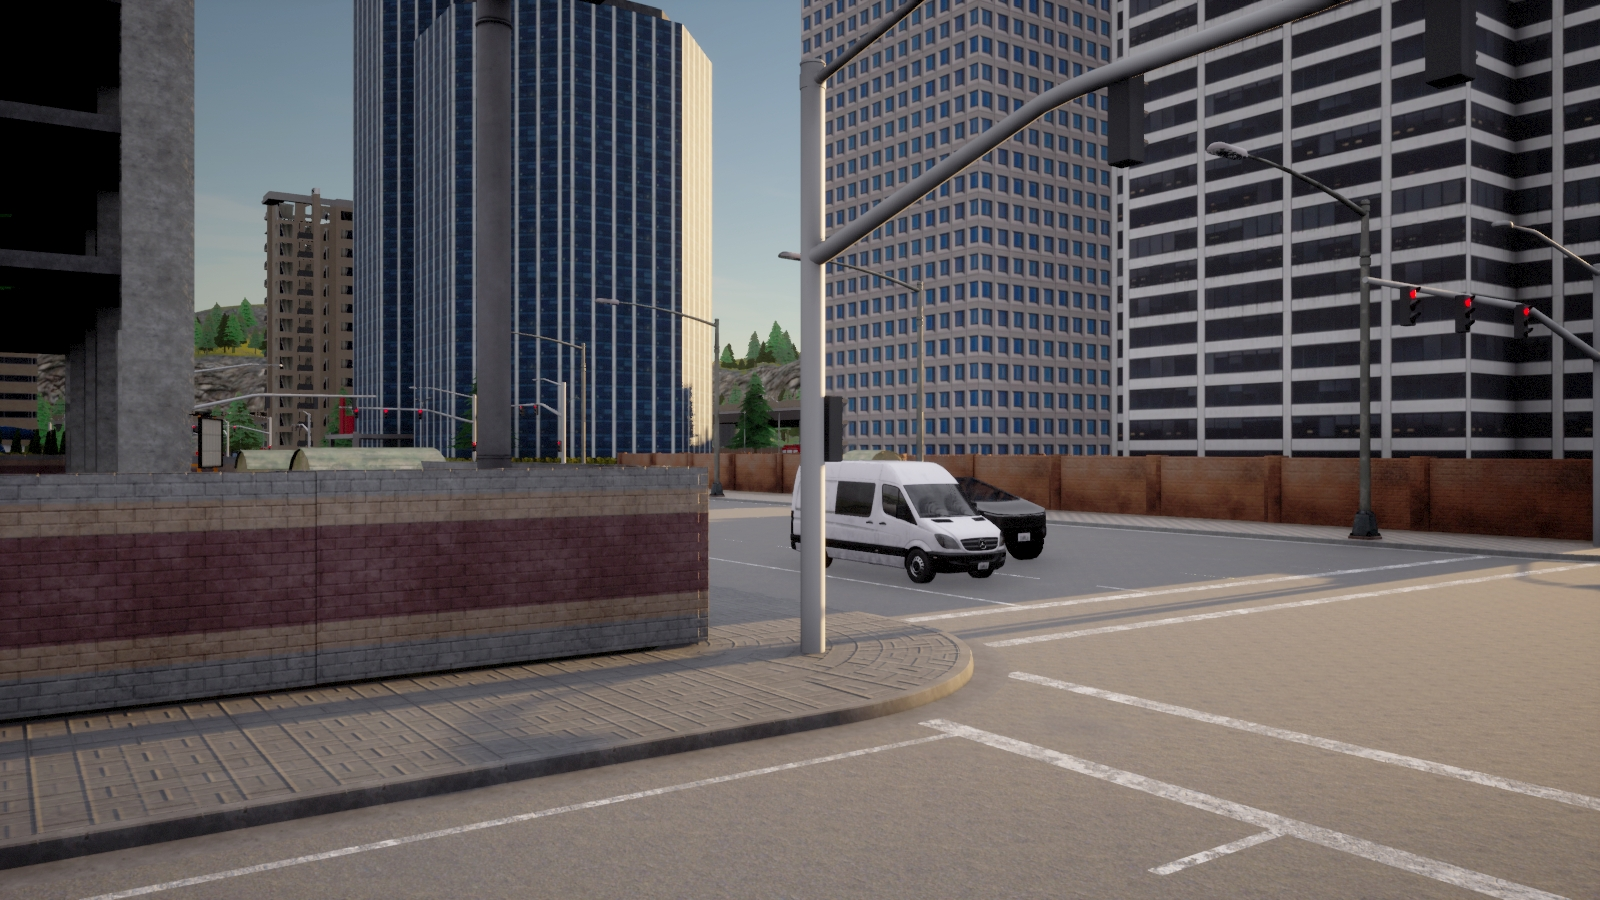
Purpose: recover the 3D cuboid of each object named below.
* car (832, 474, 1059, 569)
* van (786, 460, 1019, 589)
[{"bbox_3d":[3.654,1.752,30.193,2.390,2.098,6.274,0,0,-35],"label":"car"},{"bbox_3d":[2.162,1.533,26.216,1.988,2.561,5.915,0,0,-35],"label":"van"}]
